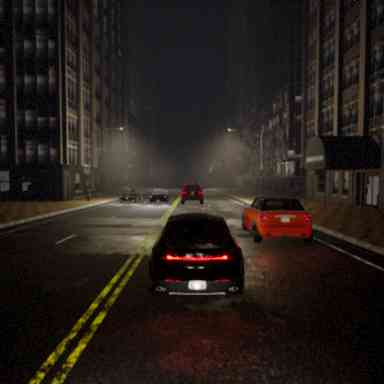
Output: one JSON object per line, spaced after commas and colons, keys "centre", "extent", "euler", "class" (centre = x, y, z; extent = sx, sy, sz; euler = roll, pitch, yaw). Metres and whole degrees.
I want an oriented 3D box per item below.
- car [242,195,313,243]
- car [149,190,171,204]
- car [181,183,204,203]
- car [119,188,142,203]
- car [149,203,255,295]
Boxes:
{"centre": [3.304, 0.912, 13.685], "extent": [2.097, 1.767, 4.553], "euler": [0, 2, 2], "class": "car"}
{"centre": [-3.330, 0.470, 34.953], "extent": [1.895, 1.301, 4.718], "euler": [0, 2, 0], "class": "car"}
{"centre": [0.035, 0.135, 33.646], "extent": [2.150, 2.045, 5.566], "euler": [0, 2, 0], "class": "car"}
{"centre": [-6.570, 0.357, 35.930], "extent": [1.837, 1.490, 4.892], "euler": [0, 2, 0], "class": "car"}
{"centre": [0.084, 1.245, 8.014], "extent": [1.837, 1.490, 4.892], "euler": [0, 2, 0], "class": "car"}
